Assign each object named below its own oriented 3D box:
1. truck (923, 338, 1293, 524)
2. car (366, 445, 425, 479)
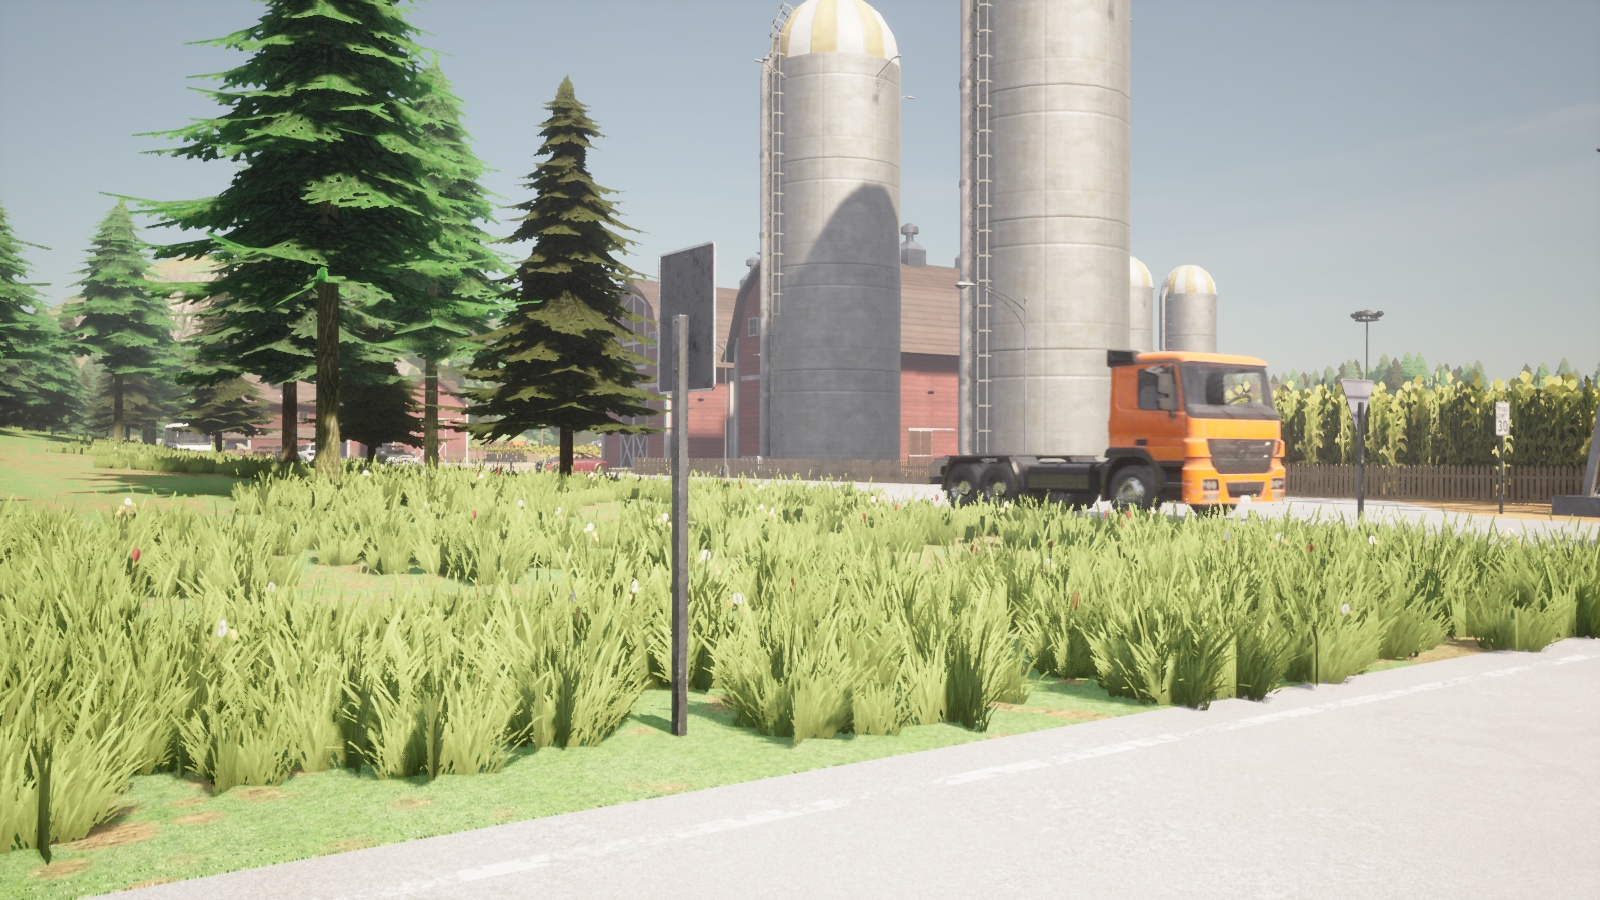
[{"bbox_3d":[6.375,-0.321,27.446,2.891,3.462,7.936,0,0,-34],"label":"truck"},{"bbox_3d":[-22.509,0.640,69.779,1.932,1.855,4.605,0,0,-34],"label":"car"}]
